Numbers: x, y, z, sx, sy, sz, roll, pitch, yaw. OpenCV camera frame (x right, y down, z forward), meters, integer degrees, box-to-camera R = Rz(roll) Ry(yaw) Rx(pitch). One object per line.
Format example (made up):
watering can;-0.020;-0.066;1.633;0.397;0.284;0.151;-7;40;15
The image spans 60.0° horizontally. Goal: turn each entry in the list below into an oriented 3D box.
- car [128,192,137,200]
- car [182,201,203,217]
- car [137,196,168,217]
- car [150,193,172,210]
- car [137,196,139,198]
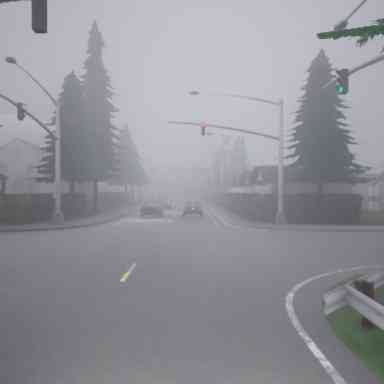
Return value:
car;-16.822;1.006;85.653;3.866;1.878;1.905;0;0;-1
car;0.084;1.521;31.331;2.033;1.411;5.357;0;0;0
car;-3.605;1.452;31.065;1.882;1.535;5.008;0;0;0
car;-3.606;1.319;41.221;2.097;1.767;4.553;0;0;0
car;-16.232;1.287;88.982;3.806;1.475;1.970;0;0;-1
